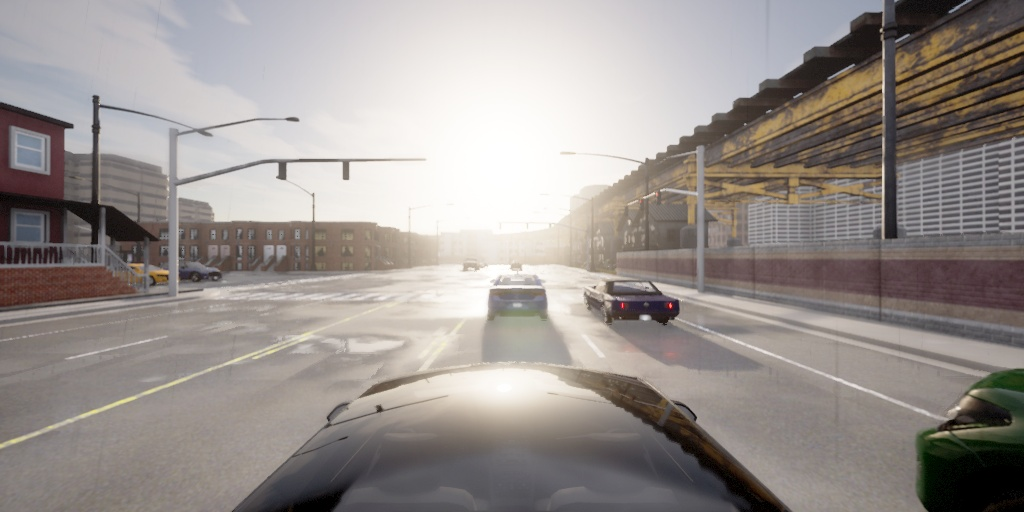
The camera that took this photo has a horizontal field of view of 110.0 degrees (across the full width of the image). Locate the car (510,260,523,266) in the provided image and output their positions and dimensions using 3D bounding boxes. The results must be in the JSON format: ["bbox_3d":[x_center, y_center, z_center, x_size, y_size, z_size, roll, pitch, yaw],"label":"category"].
[{"bbox_3d":[0.718,1.527,59.312,2.128,1.511,4.902,0,0,1],"label":"car"}]

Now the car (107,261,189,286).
[{"bbox_3d":[-27.147,1.342,26.168,5.008,1.535,1.882,0,0,0],"label":"car"}]

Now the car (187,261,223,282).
[{"bbox_3d":[-26.727,1.234,29.670,4.553,1.767,2.097,0,0,1],"label":"car"}]

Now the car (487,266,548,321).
[{"bbox_3d":[0.202,1.283,12.827,1.882,1.535,5.008,0,0,1],"label":"car"}]

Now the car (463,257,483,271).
[{"bbox_3d":[-6.461,1.246,57.389,2.150,2.045,5.566,0,0,1],"label":"car"}]

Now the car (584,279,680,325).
[{"bbox_3d":[3.695,1.403,12.044,1.895,1.301,4.718,0,0,1],"label":"car"}]
